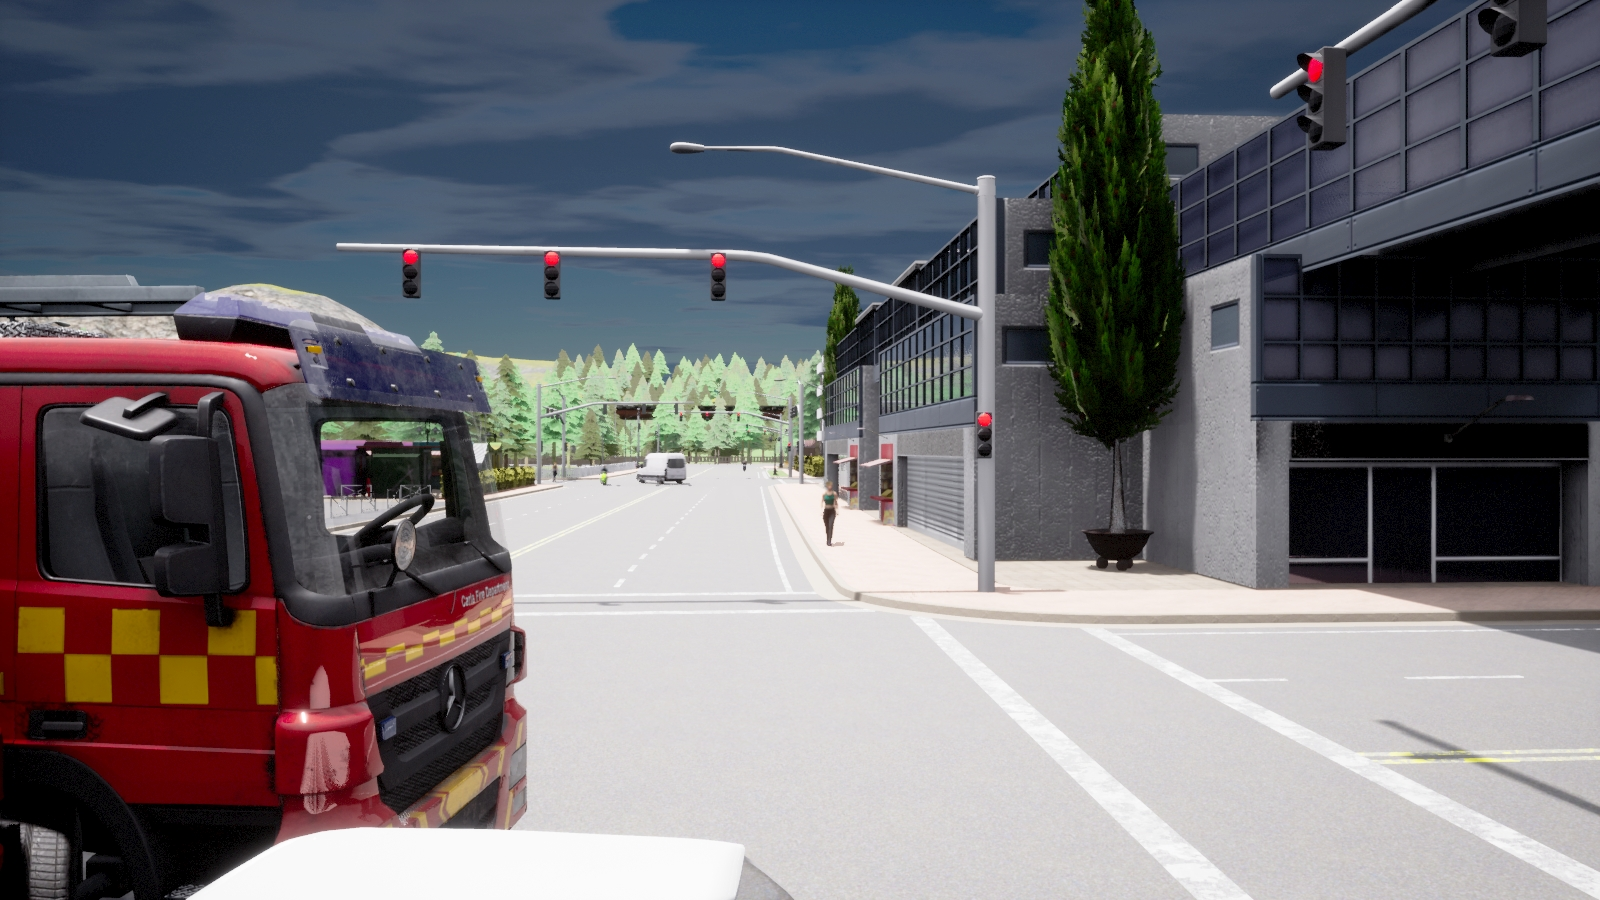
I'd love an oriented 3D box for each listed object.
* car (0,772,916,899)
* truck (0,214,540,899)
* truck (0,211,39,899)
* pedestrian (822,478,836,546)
[{"bbox_3d":[-1.549,2.065,3.579,3.806,1.475,1.970,0,0,5],"label":"car"},{"bbox_3d":[-6.102,0.890,6.659,8.468,3.827,2.891,0,0,4],"label":"truck"},{"bbox_3d":[-7.587,0.890,3.490,8.468,3.827,2.891,0,0,-3],"label":"truck"},{"bbox_3d":[0.806,1.696,31.521,0.375,1.860,0.375,0,0,0],"label":"pedestrian"}]
